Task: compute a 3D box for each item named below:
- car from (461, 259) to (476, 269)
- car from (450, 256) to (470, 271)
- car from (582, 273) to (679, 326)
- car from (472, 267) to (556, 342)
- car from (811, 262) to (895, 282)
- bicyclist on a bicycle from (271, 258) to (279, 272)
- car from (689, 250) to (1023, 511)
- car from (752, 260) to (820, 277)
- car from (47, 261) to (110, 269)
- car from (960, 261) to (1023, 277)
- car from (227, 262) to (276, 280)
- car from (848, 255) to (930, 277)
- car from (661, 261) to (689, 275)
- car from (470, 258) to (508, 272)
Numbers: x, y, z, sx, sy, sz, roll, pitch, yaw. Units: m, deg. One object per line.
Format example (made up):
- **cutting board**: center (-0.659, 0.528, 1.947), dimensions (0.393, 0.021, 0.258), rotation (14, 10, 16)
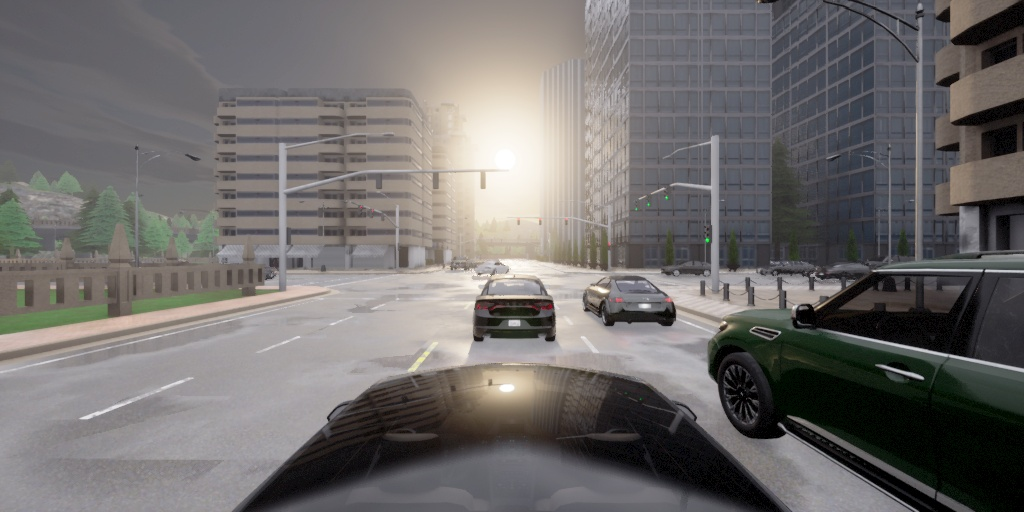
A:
- **car**: center (-7.125, 1.255, 59.278), dimensions (1.837, 1.490, 4.892), rotation (0, 0, 0)
- **car**: center (-7.132, 0.972, 49.574), dimensions (2.150, 2.045, 5.566), rotation (0, 0, 0)
- **car**: center (3.571, 1.314, 11.622), dimensions (1.994, 1.385, 4.181), rotation (0, 0, 0)
- **car**: center (0.063, 1.228, 9.841), dimensions (1.882, 1.535, 5.008), rotation (0, 0, 0)
- **car**: center (25.946, 1.220, 27.385), dimensions (4.674, 1.442, 1.812), rotation (0, 0, 0)
- **bicyclist on a bicycle**: center (-26.109, 0.995, 39.787), dimensions (0.582, 1.620, 1.656), rotation (0, 0, 7)
- **car**: center (3.601, 0.971, 2.268), dimensions (2.150, 2.045, 5.566), rotation (0, 0, 0)
- **car**: center (26.315, 1.186, 34.582), dimensions (4.902, 1.511, 2.128), rotation (0, 0, 0)
- **car**: center (-36.865, 1.201, 30.476), dimensions (4.892, 1.490, 1.837), rotation (-1, 0, 22)
- **car**: center (46.533, 1.220, 34.450), dimensions (4.674, 1.442, 1.812), rotation (0, 0, 1)
- **car**: center (-20.916, 1.220, 27.833), dimensions (4.674, 1.442, 1.812), rotation (0, 0, 3)
- **car**: center (36.194, 0.916, 34.530), dimensions (5.566, 2.045, 2.150), rotation (0, 0, 0)
- **car**: center (16.953, 1.199, 34.633), dimensions (4.892, 1.490, 1.837), rotation (0, 0, 0)
- **car**: center (-1.877, 1.233, 35.659), dimensions (1.812, 1.442, 4.674), rotation (1, 0, 28)
